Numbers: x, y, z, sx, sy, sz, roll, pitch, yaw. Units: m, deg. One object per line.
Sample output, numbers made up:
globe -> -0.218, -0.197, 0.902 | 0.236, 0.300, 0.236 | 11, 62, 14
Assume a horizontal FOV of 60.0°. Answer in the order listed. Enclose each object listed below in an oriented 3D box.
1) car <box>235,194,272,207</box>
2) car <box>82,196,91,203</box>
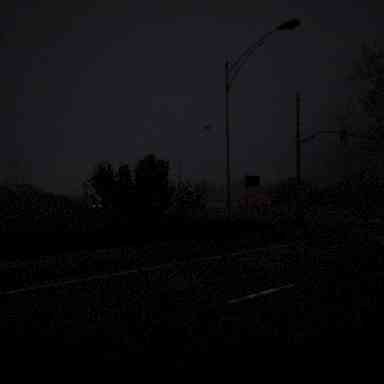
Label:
car -> 7.419, 0.973, 40.798 | 1.882, 1.535, 5.008 | -1, 1, -39
car -> -15.820, 1.250, 52.889 | 2.033, 1.411, 5.357 | -1, 1, -38
